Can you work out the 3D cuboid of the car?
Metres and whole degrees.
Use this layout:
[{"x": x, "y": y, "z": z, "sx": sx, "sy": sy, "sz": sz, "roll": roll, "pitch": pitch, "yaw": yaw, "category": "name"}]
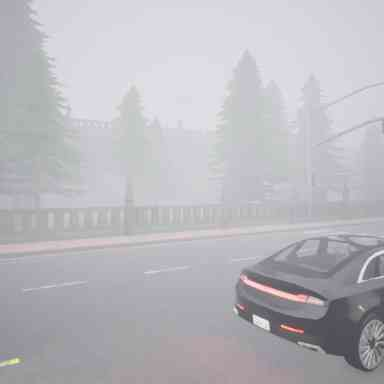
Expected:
[{"x": 2.961, "y": 1.491, "z": 5.629, "sx": 4.902, "sy": 1.511, "sz": 2.128, "roll": 0, "pitch": 0, "yaw": -32, "category": "car"}]
